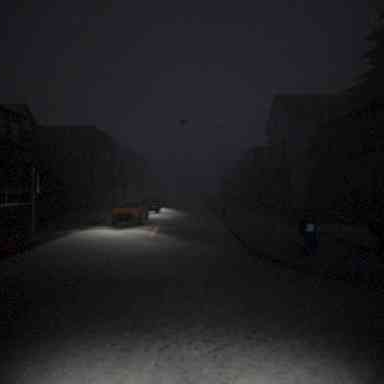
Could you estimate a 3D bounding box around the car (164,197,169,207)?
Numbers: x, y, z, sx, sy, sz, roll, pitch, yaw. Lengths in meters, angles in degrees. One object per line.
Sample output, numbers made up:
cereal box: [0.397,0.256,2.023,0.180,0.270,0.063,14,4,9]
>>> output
car: [-4.071,1.229,42.677,1.895,1.301,4.718,0,0,0]

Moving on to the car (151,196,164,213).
car: [-4.084,1.221,32.522,1.837,1.490,4.892,0,0,0]

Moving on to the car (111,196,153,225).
car: [-4.089,1.280,22.552,1.882,1.535,5.008,0,0,0]
